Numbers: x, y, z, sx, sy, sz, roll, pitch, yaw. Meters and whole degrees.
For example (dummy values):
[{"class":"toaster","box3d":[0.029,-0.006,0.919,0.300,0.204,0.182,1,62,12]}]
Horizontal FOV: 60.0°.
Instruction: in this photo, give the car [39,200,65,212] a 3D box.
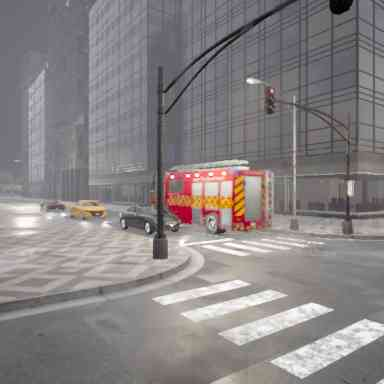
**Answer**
[{"class":"car","box3d":[-15.790,1.556,37.606,1.895,1.301,4.718,0,0,-36]}]

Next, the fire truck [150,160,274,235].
[{"class":"fire truck","box3d":[0.712,0.325,19.960,2.891,3.827,8.468,0,0,-36]}]

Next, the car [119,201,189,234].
[{"class":"car","box3d":[-2.507,1.483,19.112,1.837,1.490,4.892,0,0,-38]}]

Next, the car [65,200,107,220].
[{"class":"car","box3d":[-8.744,1.445,27.766,1.882,1.535,5.008,0,0,-35]}]
